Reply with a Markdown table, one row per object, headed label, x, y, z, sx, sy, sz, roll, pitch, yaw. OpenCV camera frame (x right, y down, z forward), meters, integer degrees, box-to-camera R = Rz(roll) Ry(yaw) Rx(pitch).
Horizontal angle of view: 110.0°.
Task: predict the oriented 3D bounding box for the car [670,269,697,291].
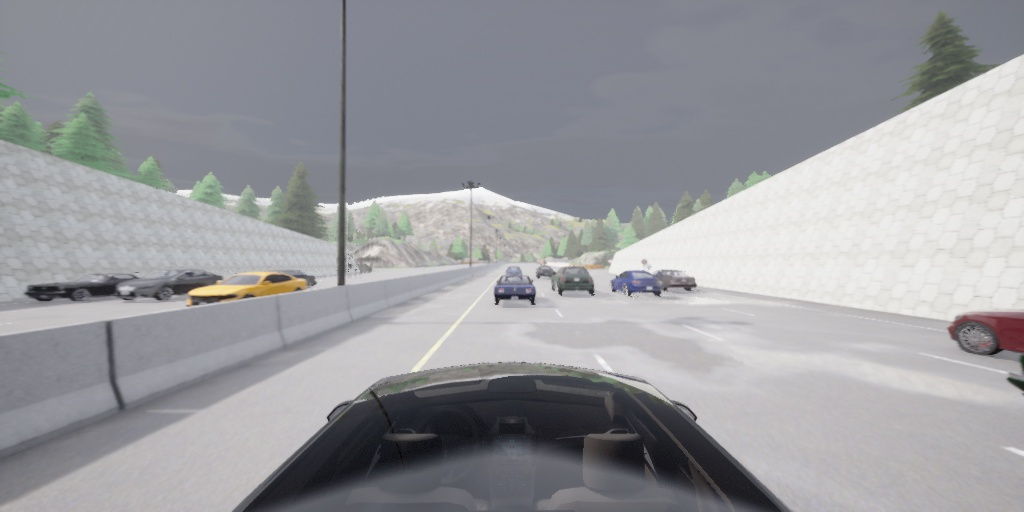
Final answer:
| label | x | y | z | sx | sy | sz | roll | pitch | yaw |
| --- | --- | --- | --- | --- | --- | --- | --- | --- | --- |
| car | 10.646 | 1.620 | 24.703 | 2.033 | 1.411 | 5.357 | 0 | -1 | 0 |

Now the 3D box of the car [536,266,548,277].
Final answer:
| label | x | y | z | sx | sy | sz | roll | pitch | yaw |
| --- | --- | --- | --- | --- | --- | --- | --- | --- | --- |
| car | 3.677 | 1.805 | 40.594 | 1.812 | 1.442 | 4.674 | 0 | -1 | 0 |

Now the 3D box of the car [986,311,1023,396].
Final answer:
| label | x | y | z | sx | sy | sz | roll | pitch | yaw |
| --- | --- | --- | --- | --- | --- | --- | --- | --- | --- |
| car | 7.095 | 1.366 | 2.263 | 1.895 | 1.301 | 4.718 | 0 | -1 | 0 |

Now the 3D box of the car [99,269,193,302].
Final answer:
| label | x | y | z | sx | sy | sz | roll | pitch | yaw |
| --- | --- | --- | --- | --- | --- | --- | --- | --- | --- |
| car | -17.558 | 1.451 | 18.740 | 2.128 | 1.511 | 4.902 | 0 | -1 | 0 |

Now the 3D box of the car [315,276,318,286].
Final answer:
| label | x | y | z | sx | sy | sz | roll | pitch | yaw |
| --- | --- | --- | --- | --- | --- | --- | --- | --- | --- |
| car | -14.044 | 1.553 | 21.842 | 2.033 | 1.411 | 5.357 | 0 | -1 | 0 |

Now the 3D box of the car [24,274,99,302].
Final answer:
| label | x | y | z | sx | sy | sz | roll | pitch | yaw |
| --- | --- | --- | --- | --- | --- | --- | --- | --- | --- |
| car | -21.061 | 1.551 | 18.349 | 1.895 | 1.301 | 4.718 | 0 | -1 | 0 |

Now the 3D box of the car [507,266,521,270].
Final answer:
| label | x | y | z | sx | sy | sz | roll | pitch | yaw |
| --- | --- | --- | --- | --- | --- | --- | --- | --- | --- |
| car | 0.176 | 1.792 | 38.351 | 2.033 | 1.411 | 5.357 | 0 | -1 | 0 |

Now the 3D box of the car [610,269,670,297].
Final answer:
| label | x | y | z | sx | sy | sz | roll | pitch | yaw |
| --- | --- | --- | --- | --- | --- | --- | --- | --- | --- |
| car | 7.124 | 1.543 | 20.875 | 1.812 | 1.442 | 4.674 | 0 | -1 | 0 |

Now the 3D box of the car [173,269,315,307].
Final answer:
| label | x | y | z | sx | sy | sz | roll | pitch | yaw |
| --- | --- | --- | --- | --- | --- | --- | --- | --- | --- |
| car | -10.572 | 1.392 | 14.778 | 1.882 | 1.535 | 5.008 | 0 | -1 | 0 |

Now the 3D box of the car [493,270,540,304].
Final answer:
| label | x | y | z | sx | sy | sz | roll | pitch | yaw |
| --- | --- | --- | --- | --- | --- | --- | --- | --- | --- |
| car | 0.129 | 1.567 | 17.704 | 1.895 | 1.301 | 4.718 | 0 | -1 | 0 |

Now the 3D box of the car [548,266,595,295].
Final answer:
| label | x | y | z | sx | sy | sz | roll | pitch | yaw |
| --- | --- | --- | --- | --- | --- | --- | --- | --- | --- |
| car | 3.641 | 1.382 | 22.208 | 2.097 | 1.767 | 4.553 | 0 | -1 | 0 |

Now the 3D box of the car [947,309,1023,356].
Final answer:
| label | x | y | z | sx | sy | sz | roll | pitch | yaw |
| --- | --- | --- | --- | --- | --- | --- | --- | --- | --- |
| car | 10.604 | 1.346 | 5.978 | 1.812 | 1.442 | 4.674 | 0 | -1 | 0 |
